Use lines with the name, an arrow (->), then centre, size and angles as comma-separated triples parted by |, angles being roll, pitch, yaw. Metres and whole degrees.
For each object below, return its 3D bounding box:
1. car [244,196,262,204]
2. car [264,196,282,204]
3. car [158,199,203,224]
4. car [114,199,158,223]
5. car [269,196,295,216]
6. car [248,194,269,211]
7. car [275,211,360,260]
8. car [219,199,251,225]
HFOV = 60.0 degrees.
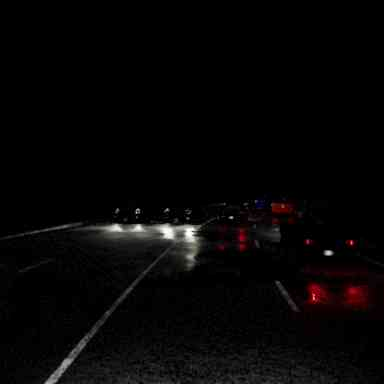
car -> 11.801, 1.506, 64.030 | 1.812, 1.442, 4.674 | 0, 0, 31
car -> 15.412, 1.485, 63.275 | 1.882, 1.535, 5.008 | 0, 0, 32
car -> -0.582, 1.330, 24.714 | 2.097, 1.767, 4.553 | 0, 0, 13
car -> -4.088, 1.317, 25.059 | 2.097, 1.767, 4.553 | 0, 0, 13
car -> 9.043, 1.363, 32.775 | 2.097, 1.767, 4.553 | 0, 0, 17
car -> 8.513, 1.221, 41.662 | 2.150, 2.045, 5.566 | 0, 0, 21
car -> 4.539, 1.606, 12.598 | 1.895, 1.301, 4.718 | 0, 0, 7
car -> 3.104, 1.518, 24.350 | 1.812, 1.442, 4.674 | 0, 0, 13
